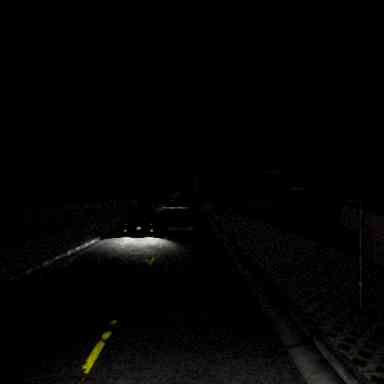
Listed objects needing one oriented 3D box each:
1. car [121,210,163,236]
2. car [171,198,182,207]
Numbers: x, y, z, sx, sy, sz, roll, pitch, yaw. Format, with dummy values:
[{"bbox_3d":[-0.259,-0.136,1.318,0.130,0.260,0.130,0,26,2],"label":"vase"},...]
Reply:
[{"bbox_3d":[-2.851,1.759,19.700,1.994,1.385,4.181,0,-1,0],"label":"car"},{"bbox_3d":[-2.801,1.966,60.885,1.837,1.490,4.892,0,0,1],"label":"car"}]
